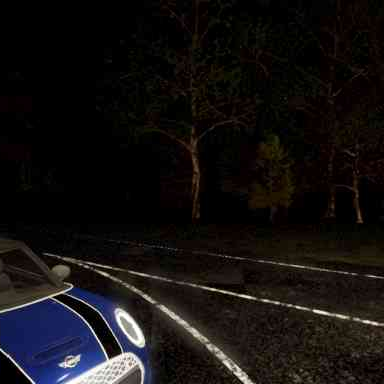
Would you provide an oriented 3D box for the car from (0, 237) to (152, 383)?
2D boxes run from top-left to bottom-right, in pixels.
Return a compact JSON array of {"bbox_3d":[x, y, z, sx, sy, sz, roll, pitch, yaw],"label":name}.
[{"bbox_3d":[-2.607,1.338,3.742,4.553,1.767,2.097,1,0,35],"label":"car"}]
